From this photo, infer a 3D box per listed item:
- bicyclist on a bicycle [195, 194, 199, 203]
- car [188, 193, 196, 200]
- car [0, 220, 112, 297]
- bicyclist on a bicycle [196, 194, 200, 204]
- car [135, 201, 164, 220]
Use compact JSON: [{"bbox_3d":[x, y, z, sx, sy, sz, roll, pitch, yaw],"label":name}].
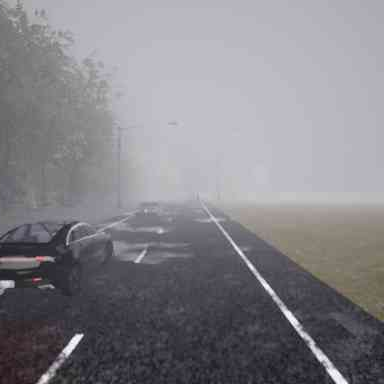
[{"bbox_3d":[0.963,1.210,63.044,0.866,1.612,1.509,0,0,0],"label":"bicyclist on a bicycle"},{"bbox_3d":[0.016,1.190,79.643,1.882,1.535,5.008,0,0,0],"label":"car"},{"bbox_3d":[-3.399,1.461,8.505,2.128,1.511,4.902,0,0,0],"label":"car"},{"bbox_3d":[0.973,1.179,53.266,0.659,1.776,1.843,0,0,0],"label":"bicyclist on a bicycle"},{"bbox_3d":[-3.397,1.450,27.028,2.033,1.411,5.357,0,0,0],"label":"car"}]
